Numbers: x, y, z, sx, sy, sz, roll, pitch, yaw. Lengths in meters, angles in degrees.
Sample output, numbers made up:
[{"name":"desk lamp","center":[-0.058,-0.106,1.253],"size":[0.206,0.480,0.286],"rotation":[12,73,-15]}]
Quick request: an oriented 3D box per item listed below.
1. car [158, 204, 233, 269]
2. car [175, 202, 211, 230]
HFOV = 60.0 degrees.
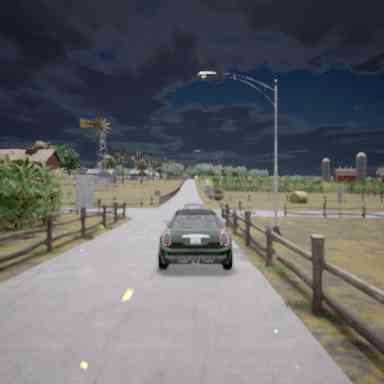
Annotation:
[{"name":"car","center":[0.098,1.313,11.096],"size":[2.097,1.767,4.553],"rotation":[0,1,0]},{"name":"car","center":[0.127,1.464,21.569],"size":[2.033,1.411,5.357],"rotation":[0,0,1]}]
